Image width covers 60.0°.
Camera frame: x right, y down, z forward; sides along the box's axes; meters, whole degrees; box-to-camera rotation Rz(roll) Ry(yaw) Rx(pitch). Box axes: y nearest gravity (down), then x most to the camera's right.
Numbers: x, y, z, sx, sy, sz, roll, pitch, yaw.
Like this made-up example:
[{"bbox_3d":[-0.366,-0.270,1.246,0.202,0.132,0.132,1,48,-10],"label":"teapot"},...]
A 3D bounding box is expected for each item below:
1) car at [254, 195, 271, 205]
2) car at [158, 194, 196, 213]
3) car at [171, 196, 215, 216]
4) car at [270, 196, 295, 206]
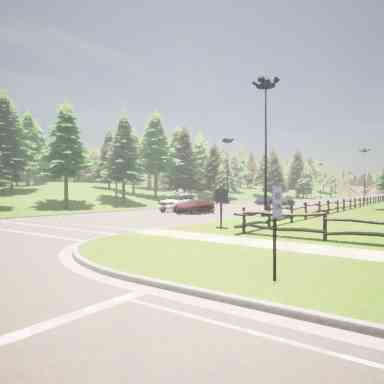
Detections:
[{"bbox_3d":[12.352,1.351,56.523,2.097,1.767,4.553,0,0,35],"label":"car"},{"bbox_3d":[-1.399,1.221,37.093,2.150,2.045,5.566,0,0,35],"label":"car"},{"bbox_3d":[0.408,1.478,33.576,1.882,1.535,5.008,0,0,35],"label":"car"},{"bbox_3d":[15.196,1.548,54.481,2.033,1.411,5.357,0,0,35],"label":"car"}]
